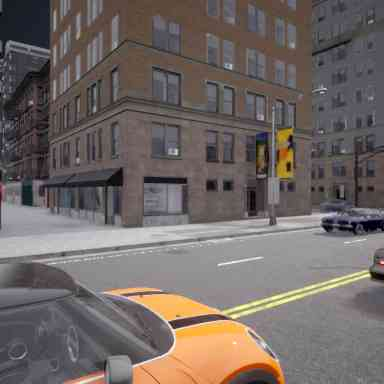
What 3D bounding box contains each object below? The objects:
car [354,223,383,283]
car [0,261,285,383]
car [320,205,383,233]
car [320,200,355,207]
[{"bbox_3d":[6.447,1.548,8.238,5.357,1.411,2.033,0,0,-37],"label":"car"},{"bbox_3d":[-1.356,1.352,2.437,4.553,1.767,2.097,0,0,-37],"label":"car"},{"bbox_3d":[9.269,1.604,18.561,4.718,1.301,1.895,0,0,-35],"label":"car"},{"bbox_3d":[15.949,1.552,35.747,1.994,1.385,4.181,0,0,-37],"label":"car"}]
